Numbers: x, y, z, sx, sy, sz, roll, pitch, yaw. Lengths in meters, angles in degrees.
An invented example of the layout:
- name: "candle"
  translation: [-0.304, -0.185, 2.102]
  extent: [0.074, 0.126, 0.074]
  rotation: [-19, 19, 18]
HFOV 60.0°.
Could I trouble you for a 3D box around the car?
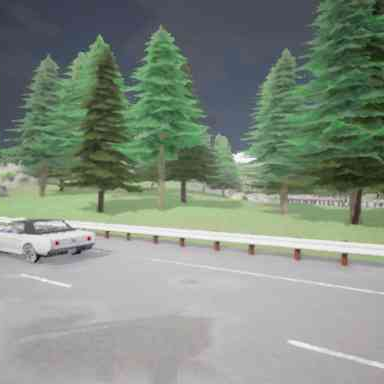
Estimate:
- name: "car"
  translation: [-5.711, 1.600, 11.831]
  extent: [4.718, 1.301, 1.895]
  rotation: [0, 0, 32]
